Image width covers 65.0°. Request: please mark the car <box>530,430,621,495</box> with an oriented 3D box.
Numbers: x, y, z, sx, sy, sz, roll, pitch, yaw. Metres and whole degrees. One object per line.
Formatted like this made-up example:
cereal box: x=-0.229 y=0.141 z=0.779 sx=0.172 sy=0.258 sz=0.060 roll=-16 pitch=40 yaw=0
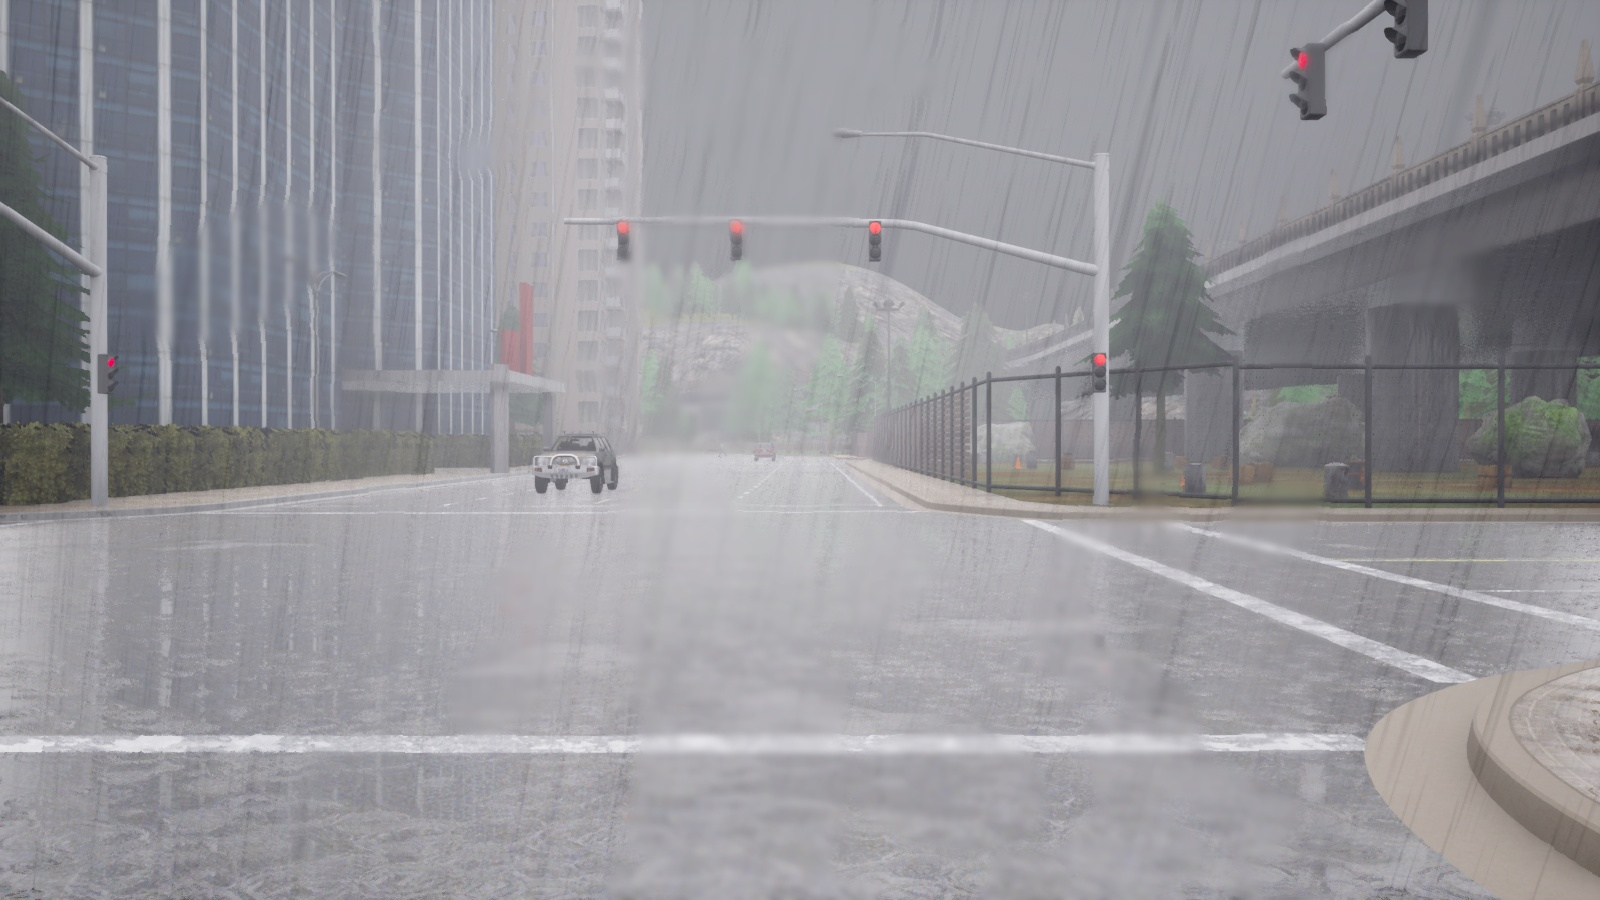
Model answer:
car: x=-6.765 y=0.341 z=38.320 sx=1.932 sy=1.855 sz=4.605 roll=0 pitch=0 yaw=0
